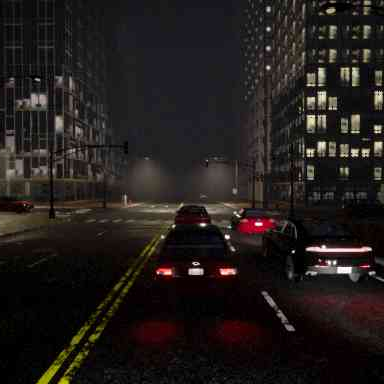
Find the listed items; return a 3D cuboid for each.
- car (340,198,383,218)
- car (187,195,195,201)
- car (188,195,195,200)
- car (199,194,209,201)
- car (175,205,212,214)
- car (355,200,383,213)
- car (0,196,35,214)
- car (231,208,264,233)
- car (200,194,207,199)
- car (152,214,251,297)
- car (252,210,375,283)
[{"bbox_3d":[16.139,1.519,30.217,5.009,1.841,2.192,1,0,1],"label":"car"},{"bbox_3d":[-0.173,1.519,82.767,1.895,1.301,4.718,0,0,0],"label":"car"},{"bbox_3d":[-0.194,1.459,92.857,1.994,1.385,4.181,0,0,0],"label":"car"},{"bbox_3d":[3.080,1.513,81.425,1.895,1.301,4.718,0,0,0],"label":"car"},{"bbox_3d":[0.066,1.468,18.576,1.882,1.535,5.008,0,0,1],"label":"car"},{"bbox_3d":[21.730,1.642,38.515,4.829,1.417,1.752,1,0,1],"label":"car"},{"bbox_3d":[-18.277,1.206,33.292,4.553,1.767,2.097,1,1,1],"label":"car"},{"bbox_3d":[3.311,1.554,18.470,1.994,1.385,4.181,0,0,0],"label":"car"},{"bbox_3d":[3.059,1.266,91.397,1.812,1.442,4.674,0,0,0],"label":"car"},{"bbox_3d":[0.083,1.544,8.755,2.033,1.411,5.357,0,0,0],"label":"car"},{"bbox_3d":[3.328,1.487,9.669,2.128,1.511,4.902,0,0,0],"label":"car"}]
